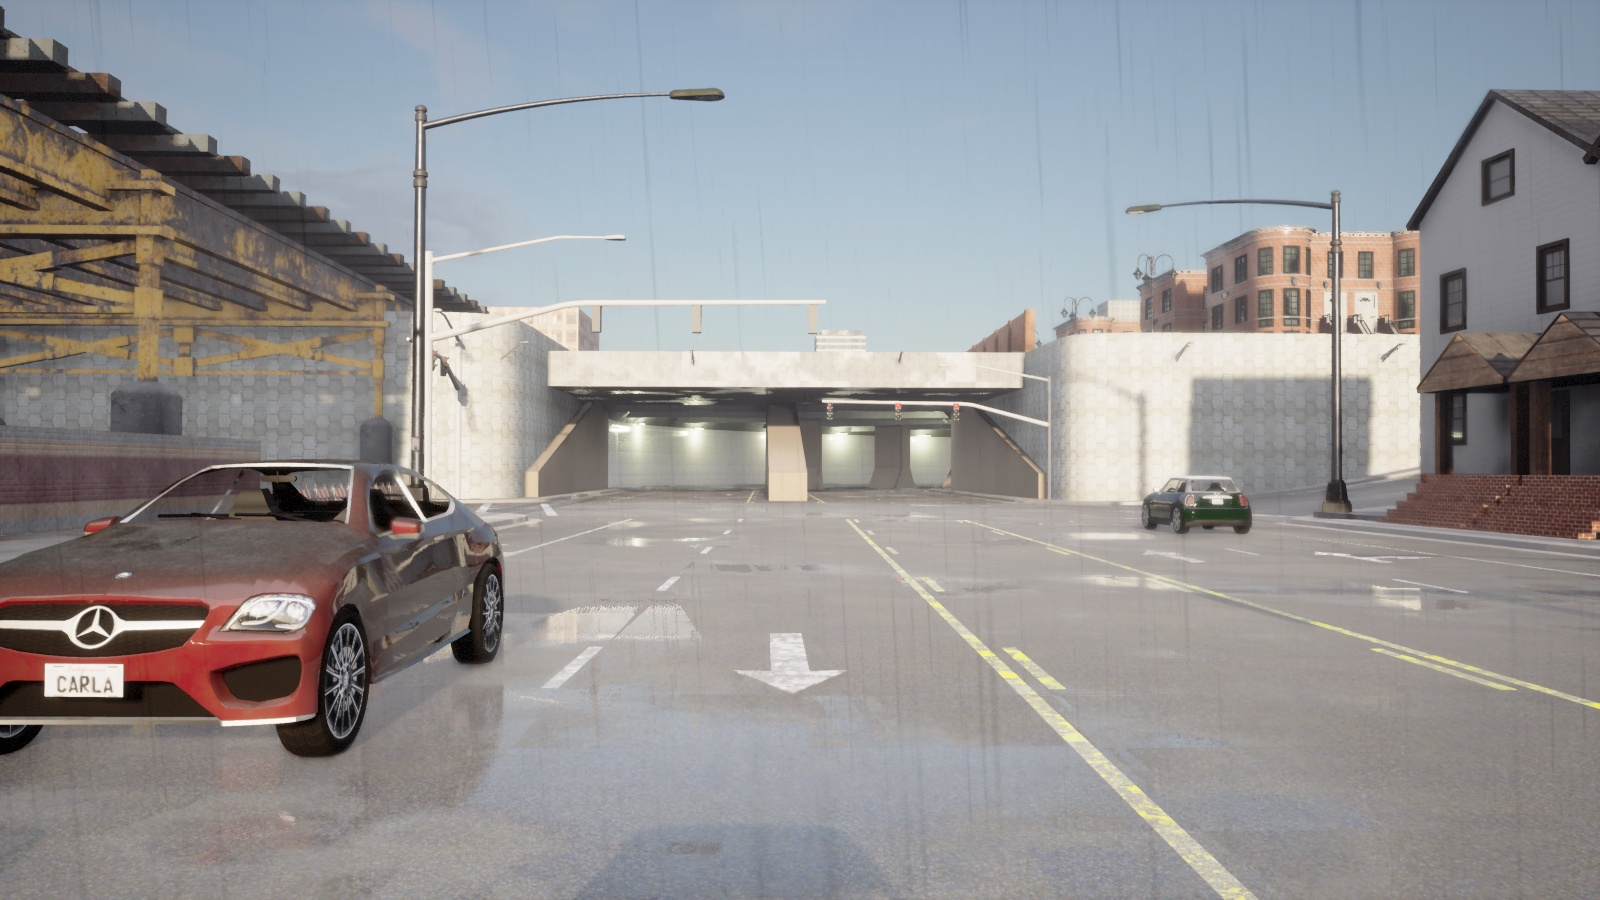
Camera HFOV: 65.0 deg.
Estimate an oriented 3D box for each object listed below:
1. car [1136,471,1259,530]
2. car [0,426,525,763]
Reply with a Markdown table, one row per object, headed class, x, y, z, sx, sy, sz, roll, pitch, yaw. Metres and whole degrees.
| class | x | y | z | sx | sy | sz | roll | pitch | yaw |
| --- | --- | --- | --- | --- | --- | --- | --- | --- | --- |
| car | 10.448 | 1.296 | 33.317 | 1.970 | 1.475 | 3.806 | 0 | -1 | -1 |
| car | -3.521 | 0.753 | 8.692 | 2.152 | 1.651 | 5.027 | 0 | -1 | 0 |
